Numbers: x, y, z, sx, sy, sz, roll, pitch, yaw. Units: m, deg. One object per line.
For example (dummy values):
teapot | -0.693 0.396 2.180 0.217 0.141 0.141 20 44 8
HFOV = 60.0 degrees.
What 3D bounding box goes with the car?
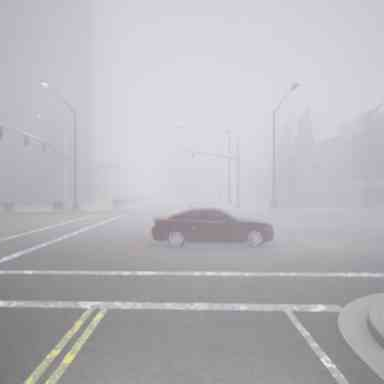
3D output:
car | 0.807 1.371 13.732 5.008 1.535 1.882 0 0 0
